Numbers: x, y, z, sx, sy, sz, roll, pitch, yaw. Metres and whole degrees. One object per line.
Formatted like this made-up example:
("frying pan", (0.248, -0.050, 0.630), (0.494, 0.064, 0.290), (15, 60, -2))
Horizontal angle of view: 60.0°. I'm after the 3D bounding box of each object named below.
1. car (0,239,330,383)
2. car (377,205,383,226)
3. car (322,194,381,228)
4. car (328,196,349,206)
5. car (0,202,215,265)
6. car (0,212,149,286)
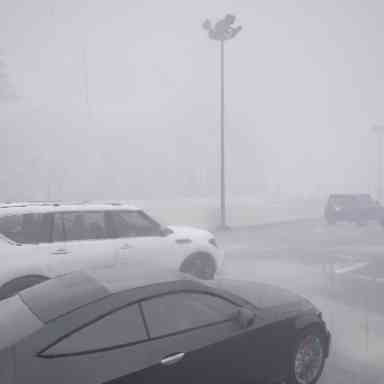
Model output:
("car", (-0.454, 1.519, 3.552), (4.674, 1.442, 1.812), (0, 0, -37))
("car", (12.447, 1.515, 18.733), (4.718, 1.301, 1.895), (0, 0, -42))
("car", (10.807, 1.134, 21.988), (5.566, 2.045, 2.150), (0, 0, -43))
("car", (21.943, 1.335, 49.679), (1.812, 1.442, 4.674), (0, 0, 39))
("car", (-1.904, 1.213, 6.817), (5.566, 2.045, 2.150), (0, 0, -37))
("car", (-3.923, 1.482, 9.703), (4.902, 1.511, 2.128), (0, 0, -37))
